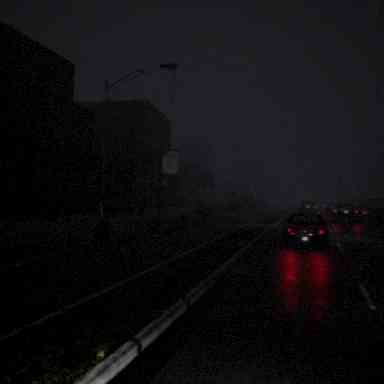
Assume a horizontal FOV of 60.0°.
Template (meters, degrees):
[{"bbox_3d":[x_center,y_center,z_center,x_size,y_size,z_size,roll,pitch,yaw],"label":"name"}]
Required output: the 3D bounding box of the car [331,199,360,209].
[{"bbox_3d":[33.712,2.661,73.360,5.566,2.045,2.435,1,-1,19],"label":"car"}]

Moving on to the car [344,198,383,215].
[{"bbox_3d":[23.611,1.969,44.767,5.566,2.045,2.435,1,-1,19],"label":"car"}]

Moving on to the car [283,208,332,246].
[{"bbox_3d":[5.598,1.724,16.368,1.895,1.301,4.718,1,0,19],"label":"car"}]

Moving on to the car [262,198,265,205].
[{"bbox_3d":[13.413,2.203,77.558,5.566,2.045,2.435,1,-1,20],"label":"car"}]

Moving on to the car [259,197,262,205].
[{"bbox_3d":[12.564,2.430,75.038,4.792,1.488,2.163,1,-1,20],"label":"car"}]

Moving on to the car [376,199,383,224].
[{"bbox_3d":[15.399,1.567,21.358,5.566,2.045,2.435,1,0,19],"label":"car"}]

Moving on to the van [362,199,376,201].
[{"bbox_3d":[21.869,1.880,39.405,4.442,1.987,1.878,1,-1,20],"label":"van"}]

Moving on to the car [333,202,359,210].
[{"bbox_3d":[32.786,2.886,70.757,4.792,1.488,2.163,1,-1,19],"label":"car"}]

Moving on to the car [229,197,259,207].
[{"bbox_3d":[10.600,2.023,69.713,5.566,2.045,2.435,1,-1,20],"label":"car"}]

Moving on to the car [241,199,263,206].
[{"bbox_3d":[14.417,2.515,80.273,4.892,1.521,2.231,1,0,20],"label":"car"}]

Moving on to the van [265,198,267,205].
[{"bbox_3d":[16.134,2.391,85.436,4.442,1.987,1.878,1,-1,20],"label":"van"}]

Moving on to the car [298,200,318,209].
[{"bbox_3d":[13.530,1.767,38.810,2.097,1.767,4.553,1,-1,20],"label":"car"}]

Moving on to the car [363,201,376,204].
[{"bbox_3d":[19.047,1.962,31.759,4.892,1.521,2.231,1,-1,19],"label":"car"}]

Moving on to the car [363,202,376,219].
[{"bbox_3d":[18.127,1.921,29.160,4.892,1.521,2.231,1,0,19],"label":"car"}]

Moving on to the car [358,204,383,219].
[{"bbox_3d":[19.930,2.034,34.369,4.792,1.488,2.163,1,-1,19],"label":"car"}]

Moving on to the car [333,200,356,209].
[{"bbox_3d":[34.684,2.843,75.939,4.553,1.767,2.185,1,-1,19],"label":"car"}]

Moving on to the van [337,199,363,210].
[{"bbox_3d":[31.092,2.517,65.509,4.442,1.987,1.878,1,-1,19],"label":"van"}]

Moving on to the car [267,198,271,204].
[{"bbox_3d":[17.245,2.421,88.118,5.566,2.045,2.435,1,-1,20],"label":"car"}]

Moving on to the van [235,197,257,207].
[{"bbox_3d":[11.674,2.113,72.276,4.442,1.987,1.878,1,-1,20],"label":"van"}]

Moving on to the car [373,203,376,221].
[{"bbox_3d":[16.290,1.848,23.964,5.008,1.535,2.097,1,0,19],"label":"car"}]

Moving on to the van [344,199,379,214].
[{"bbox_3d":[25.362,2.122,49.991,4.442,1.987,1.878,1,-1,19],"label":"van"}]

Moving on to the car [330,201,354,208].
[{"bbox_3d":[37.582,3.121,83.686,5.366,1.575,1.946,1,-1,19],"label":"car"}]

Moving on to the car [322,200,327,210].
[{"bbox_3d":[17.649,2.052,41.610,1.837,1.490,4.892,1,-1,20],"label":"car"}]

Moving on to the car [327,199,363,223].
[{"bbox_3d":[13.161,1.676,28.857,2.097,1.767,4.553,1,0,20],"label":"car"}]

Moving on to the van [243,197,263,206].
[{"bbox_3d":[15.241,2.341,82.938,4.442,1.987,1.878,1,-1,20],"label":"van"}]

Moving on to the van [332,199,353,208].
[{"bbox_3d":[35.465,2.792,78.589,4.442,1.987,1.878,1,-1,19],"label":"van"}]
